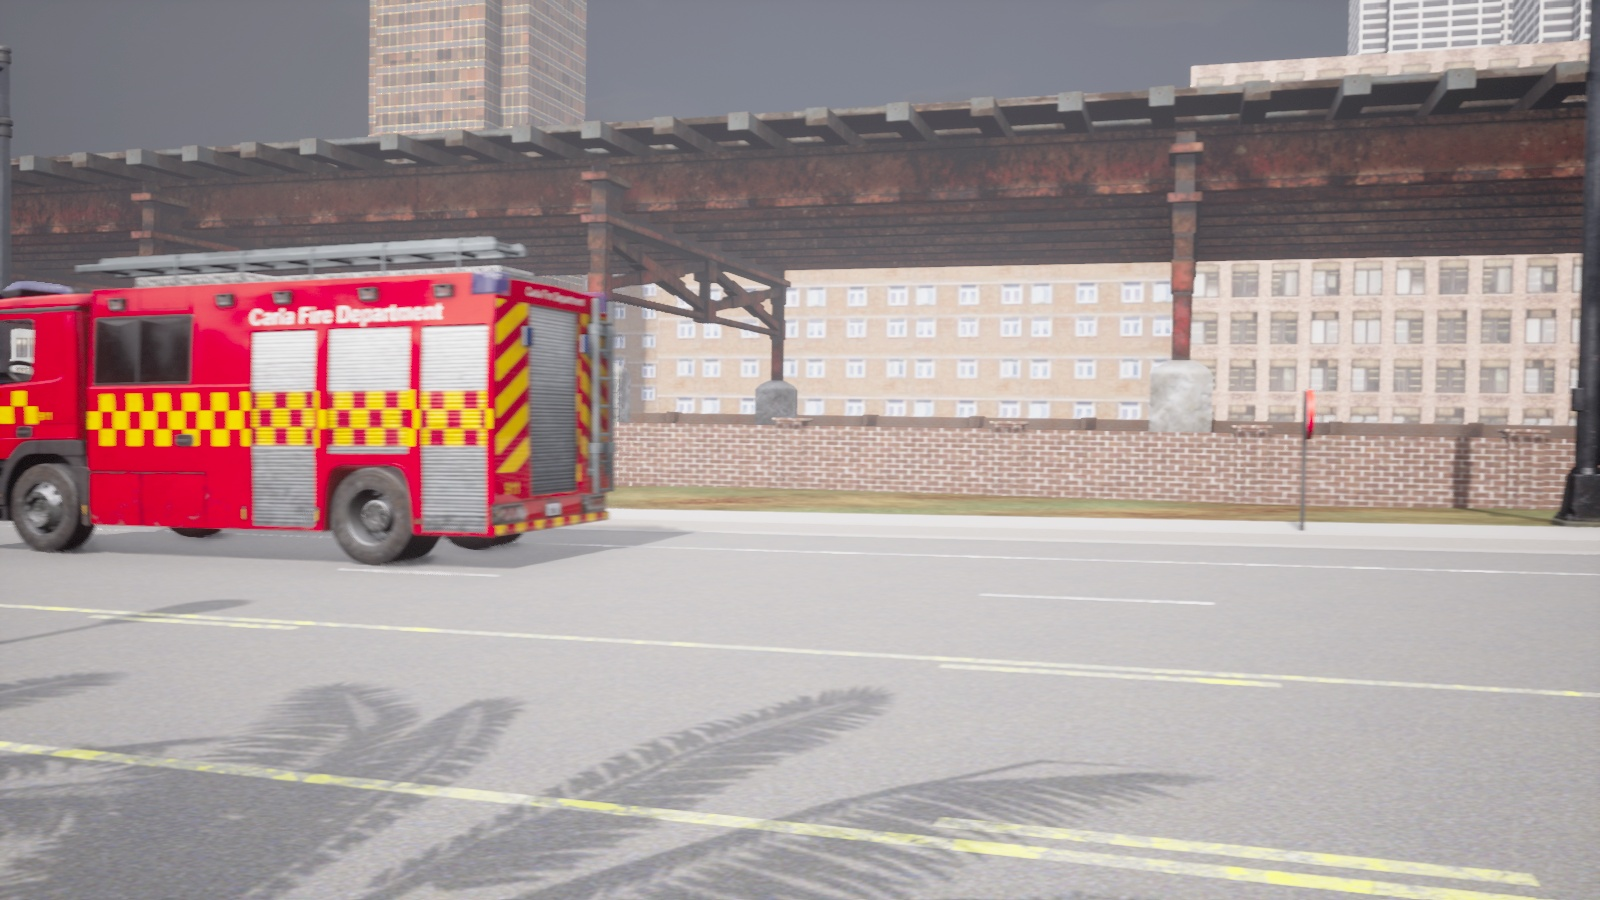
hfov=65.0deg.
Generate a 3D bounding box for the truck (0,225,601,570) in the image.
[{"bbox_3d":[-7.116,-0.646,16.645,8.468,3.827,2.891,1,1,19],"label":"truck"}]
